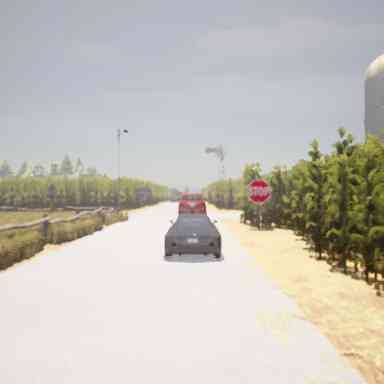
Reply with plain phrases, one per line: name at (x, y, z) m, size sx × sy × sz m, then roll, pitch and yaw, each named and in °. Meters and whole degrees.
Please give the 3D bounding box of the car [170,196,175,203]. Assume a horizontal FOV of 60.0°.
car at (-3.107, 1.509, 65.212) m, size 1.994 × 1.385 × 4.181 m, roll 0°, pitch -1°, yaw 1°

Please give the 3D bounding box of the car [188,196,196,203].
car at (0.009, 1.633, 75.994) m, size 1.882 × 1.535 × 5.008 m, roll 0°, pitch -1°, yaw 0°

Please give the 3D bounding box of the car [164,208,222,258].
car at (0.047, 1.514, 12.588) m, size 1.994 × 1.385 × 4.181 m, roll 0°, pitch 0°, yaw 1°

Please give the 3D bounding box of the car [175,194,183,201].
car at (-3.090, 1.346, 80.585) m, size 1.837 × 1.490 × 4.892 m, roll 0°, pitch -1°, yaw 0°

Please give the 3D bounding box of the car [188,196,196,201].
car at (0.010, 1.675, 86.411) m, size 1.994 × 1.385 × 4.181 m, roll 0°, pitch 0°, yaw 0°

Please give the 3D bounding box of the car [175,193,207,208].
car at (0.032, 1.114, 26.798) m, size 2.150 × 2.045 × 5.566 m, roll 0°, pitch 0°, yaw 0°
